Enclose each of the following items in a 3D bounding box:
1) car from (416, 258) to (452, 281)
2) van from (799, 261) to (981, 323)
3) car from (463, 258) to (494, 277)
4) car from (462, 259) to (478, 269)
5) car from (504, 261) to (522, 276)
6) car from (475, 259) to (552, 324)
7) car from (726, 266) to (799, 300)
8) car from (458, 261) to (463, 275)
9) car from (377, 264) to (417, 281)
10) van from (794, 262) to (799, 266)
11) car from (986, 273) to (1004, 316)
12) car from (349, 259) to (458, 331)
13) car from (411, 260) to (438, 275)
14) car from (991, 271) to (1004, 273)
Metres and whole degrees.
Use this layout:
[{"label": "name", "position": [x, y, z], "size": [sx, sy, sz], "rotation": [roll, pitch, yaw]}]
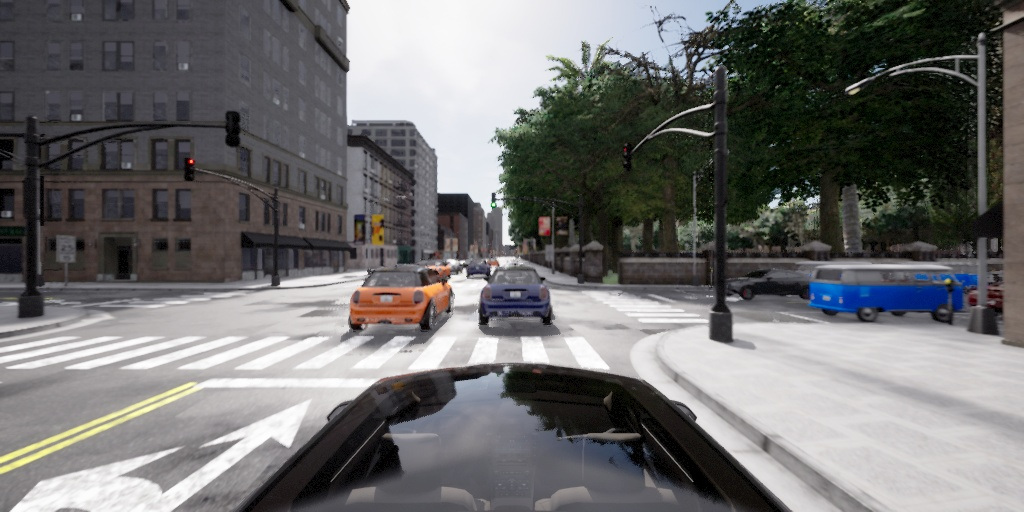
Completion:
[{"label": "car", "position": [-6.609, 1.113, 31.026], "size": [2.097, 1.767, 4.553], "rotation": [0, 0, 0]}, {"label": "van", "position": [12.155, 1.161, 11.730], "size": [3.998, 1.789, 1.690], "rotation": [0, 0, 1]}, {"label": "car", "position": [-3.170, 1.112, 35.083], "size": [2.097, 1.767, 4.553], "rotation": [0, 0, 0]}, {"label": "car", "position": [-6.588, 1.263, 56.352], "size": [1.837, 1.490, 4.892], "rotation": [0, 0, 0]}, {"label": "car", "position": [0.078, 1.285, 37.645], "size": [1.812, 1.442, 4.674], "rotation": [0, 0, 0]}, {"label": "car", "position": [0.095, 1.107, 12.157], "size": [2.097, 1.767, 4.553], "rotation": [0, 0, 0]}, {"label": "car", "position": [12.591, 1.356, 17.685], "size": [4.674, 1.442, 1.812], "rotation": [0, 0, -1]}, {"label": "car", "position": [-6.614, 1.250, 40.048], "size": [2.128, 1.511, 4.902], "rotation": [0, 0, 0]}, {"label": "car", "position": [-9.859, 1.362, 31.109], "size": [1.895, 1.301, 4.718], "rotation": [0, 0, 0]}, {"label": "van", "position": [17.915, 1.195, 20.183], "size": [3.998, 1.789, 1.690], "rotation": [0, 0, 1]}, {"label": "car", "position": [17.815, 1.388, 11.658], "size": [4.507, 1.381, 1.888], "rotation": [0, 0, 1]}, {"label": "car", "position": [-3.154, 1.105, 11.138], "size": [2.097, 1.767, 4.553], "rotation": [0, 0, 0]}, {"label": "car", "position": [-9.863, 1.261, 40.626], "size": [1.837, 1.490, 4.892], "rotation": [0, 1, 0]}, {"label": "car", "position": [26.633, 1.106, 17.502], "size": [5.566, 2.045, 2.150], "rotation": [0, 0, 1]}]
